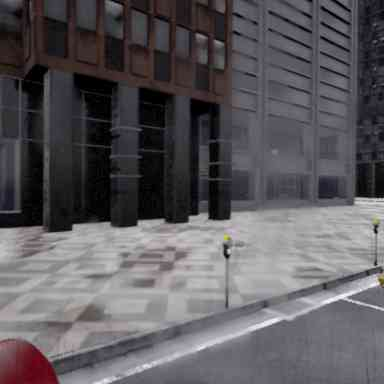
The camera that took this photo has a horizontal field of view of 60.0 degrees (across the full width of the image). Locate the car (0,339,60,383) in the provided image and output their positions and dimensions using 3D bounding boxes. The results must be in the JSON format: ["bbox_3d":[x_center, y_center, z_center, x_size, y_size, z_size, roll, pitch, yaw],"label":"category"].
[{"bbox_3d":[-2.725,1.515,1.025,4.507,1.381,1.887,0,1,-37],"label":"car"}]

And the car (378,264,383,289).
[{"bbox_3d":[5.972,1.485,7.564,4.829,1.417,1.752,0,1,-37],"label":"car"}]
